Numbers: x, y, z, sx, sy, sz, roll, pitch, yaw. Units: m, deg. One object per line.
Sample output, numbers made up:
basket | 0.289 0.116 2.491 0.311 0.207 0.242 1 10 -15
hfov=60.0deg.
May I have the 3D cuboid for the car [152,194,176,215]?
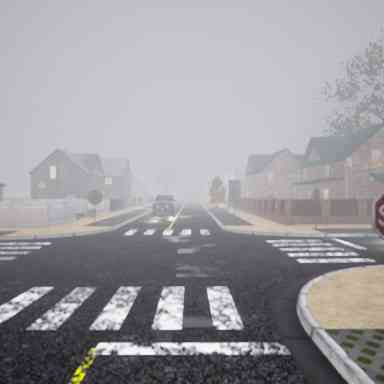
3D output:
car | -2.802 1.275 34.061 2.150 2.045 5.566 0 0 0
